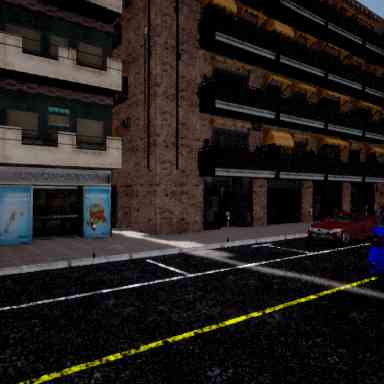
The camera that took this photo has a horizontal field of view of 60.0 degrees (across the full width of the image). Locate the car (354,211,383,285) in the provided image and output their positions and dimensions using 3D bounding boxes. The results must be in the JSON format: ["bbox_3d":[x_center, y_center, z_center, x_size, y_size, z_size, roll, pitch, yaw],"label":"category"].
[{"bbox_3d":[6.513,1.221,8.080,5.566,2.045,2.150,0,0,-36],"label":"car"}]

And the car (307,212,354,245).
[{"bbox_3d":[7.172,1.583,15.538,4.206,1.307,1.802,0,0,-35],"label":"car"}]
